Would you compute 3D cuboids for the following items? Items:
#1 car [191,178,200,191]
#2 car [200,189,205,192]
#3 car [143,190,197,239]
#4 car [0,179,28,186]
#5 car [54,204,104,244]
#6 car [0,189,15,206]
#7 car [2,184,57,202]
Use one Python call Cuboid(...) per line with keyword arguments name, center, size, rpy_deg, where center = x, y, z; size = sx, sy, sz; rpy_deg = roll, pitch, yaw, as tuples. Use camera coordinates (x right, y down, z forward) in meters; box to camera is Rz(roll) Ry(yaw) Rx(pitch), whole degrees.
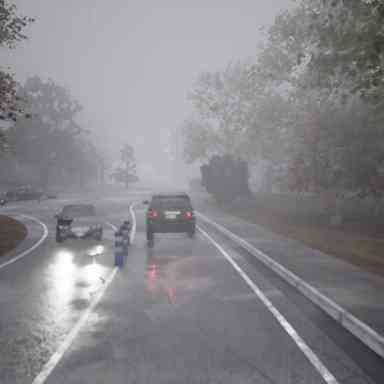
Cuboid(name="car", center=(2.487, -1.168, 51.531), size=(5.566, 2.045, 2.150), rpy_deg=(-2, 3, -31))
Cuboid(name="car", center=(4.098, -0.699, 48.468), size=(5.008, 1.535, 1.882), rpy_deg=(-3, 3, -35))
Cuboid(name="car", center=(-1.180, 1.011, 16.352), size=(2.150, 2.045, 5.566), rpy_deg=(0, 2, -8))
Cuboid(name="car", center=(-34.023, -1.712, 63.504), size=(1.837, 1.490, 4.892), rpy_deg=(3, 4, 35))
Cuboid(name="car", center=(-5.212, 1.330, 15.443), size=(2.128, 1.511, 4.902), rpy_deg=(-1, 2, -19))
Cuboid(name="car", center=(-19.098, 0.531, 30.610), size=(4.892, 1.490, 1.837), rpy_deg=(2, 4, 22))
Cuboid(name="car", center=(-16.932, 0.218, 35.282), size=(4.892, 1.490, 1.837), rpy_deg=(0, 5, -5))
